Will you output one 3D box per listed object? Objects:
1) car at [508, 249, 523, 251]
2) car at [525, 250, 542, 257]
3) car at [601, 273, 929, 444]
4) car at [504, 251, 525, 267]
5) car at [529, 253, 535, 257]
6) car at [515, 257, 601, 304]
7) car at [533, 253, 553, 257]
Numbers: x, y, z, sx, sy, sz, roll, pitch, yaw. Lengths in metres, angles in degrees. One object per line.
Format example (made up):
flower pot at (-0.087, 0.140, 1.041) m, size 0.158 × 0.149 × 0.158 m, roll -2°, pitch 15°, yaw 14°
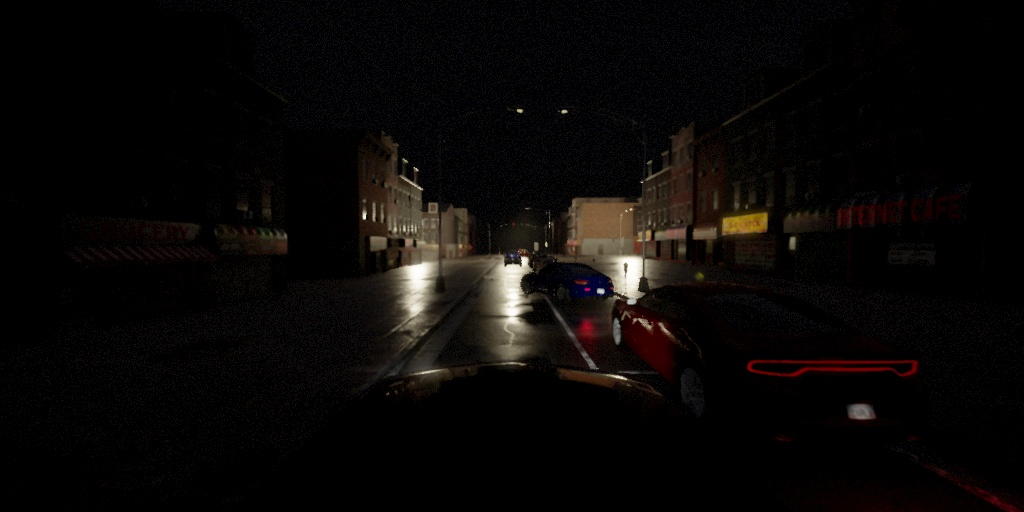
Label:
car at (0.003, -0.040, 48.983) m, size 2.097 × 1.767 × 4.553 m, roll 0°, pitch 1°, yaw 0°
car at (2.648, 0.347, 35.877) m, size 1.967 × 1.591 × 4.097 m, roll 0°, pitch 0°, yaw 0°
car at (3.016, 1.127, 5.570) m, size 1.882 × 1.535 × 5.008 m, roll 0°, pitch 1°, yaw 0°
car at (0.114, 0.454, 38.225) m, size 1.895 × 1.301 × 4.718 m, roll 0°, pitch 1°, yaw 0°
car at (2.647, 0.619, 30.413) m, size 1.802 × 1.307 × 4.207 m, roll 0°, pitch 0°, yaw 0°
car at (2.034, 0.957, 14.198) m, size 1.812 × 1.442 × 4.674 m, roll -1°, pitch 2°, yaw -25°
car at (2.645, 0.693, 25.117) m, size 1.751 × 1.417 × 4.829 m, roll 0°, pitch 0°, yaw 0°
